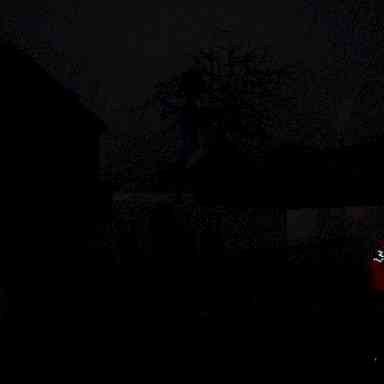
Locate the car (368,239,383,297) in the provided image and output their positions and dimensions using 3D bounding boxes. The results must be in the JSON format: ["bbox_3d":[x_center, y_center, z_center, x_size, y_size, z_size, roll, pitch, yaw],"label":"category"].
[{"bbox_3d":[6.150,1.228,7.317,5.566,2.045,2.150,0,0,-35],"label":"car"}]
